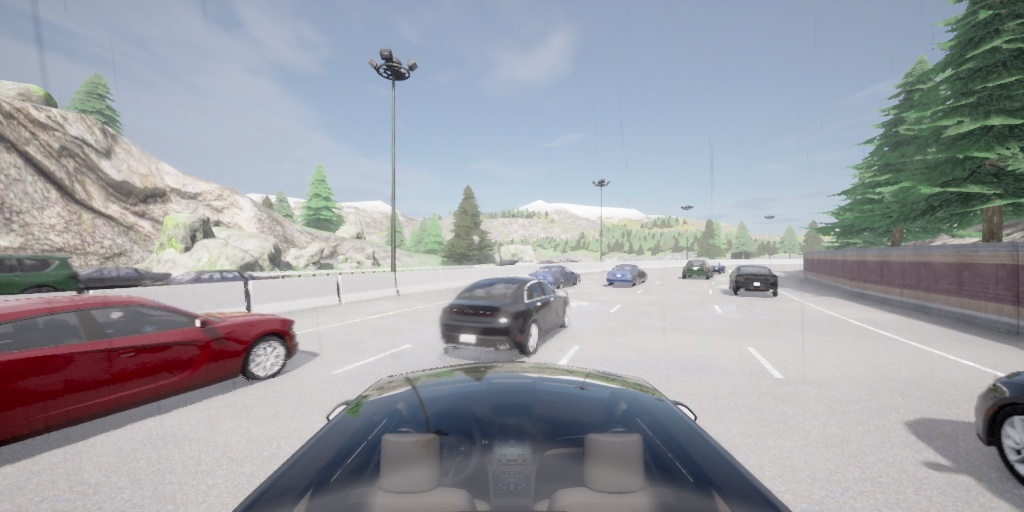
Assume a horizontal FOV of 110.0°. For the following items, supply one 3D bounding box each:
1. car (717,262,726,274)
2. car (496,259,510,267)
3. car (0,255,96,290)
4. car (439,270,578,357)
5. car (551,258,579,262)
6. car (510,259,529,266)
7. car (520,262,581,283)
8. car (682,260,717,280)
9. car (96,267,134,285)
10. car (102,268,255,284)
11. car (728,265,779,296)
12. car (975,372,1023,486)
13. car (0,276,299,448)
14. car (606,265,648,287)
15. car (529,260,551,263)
[{"bbox_3d":[22.515,1.351,39.976,1.895,1.301,4.718,0,0,38],"label":"car"},{"bbox_3d":[-0.505,1.250,56.342,1.837,1.490,4.892,0,0,38],"label":"car"},{"bbox_3d":[-17.890,0.971,11.400,2.150,2.045,5.566,0,0,21],"label":"car"},{"bbox_3d":[0.117,1.255,8.787,1.837,1.490,4.892,0,0,22],"label":"car"},{"bbox_3d":[7.769,0.917,49.878,1.994,1.385,4.181,0,0,38],"label":"car"},{"bbox_3d":[2.200,1.283,54.119,1.812,1.442,4.674,0,0,38],"label":"car"},{"bbox_3d":[2.731,1.297,22.598,2.033,1.411,5.357,0,0,28],"label":"car"},{"bbox_3d":[16.570,1.102,31.862,2.097,1.767,4.553,0,0,34],"label":"car"},{"bbox_3d":[-22.123,1.297,19.646,2.033,1.411,5.357,0,0,23],"label":"car"},{"bbox_3d":[-12.707,1.297,14.996,2.033,1.411,5.357,0,0,23],"label":"car"},{"bbox_3d":[13.013,1.228,19.479,1.882,1.535,5.008,0,0,29],"label":"car"},{"bbox_3d":[4.716,1.253,1.344,1.837,1.490,4.892,0,0,20],"label":"car"},{"bbox_3d":[-5.297,1.227,4.508,1.882,1.535,5.008,0,0,20],"label":"car"},{"bbox_3d":[8.099,1.298,25.047,2.033,1.411,5.357,0,0,31],"label":"car"},{"bbox_3d":[4.918,1.281,51.912,1.812,1.442,4.674,0,0,38],"label":"car"}]
